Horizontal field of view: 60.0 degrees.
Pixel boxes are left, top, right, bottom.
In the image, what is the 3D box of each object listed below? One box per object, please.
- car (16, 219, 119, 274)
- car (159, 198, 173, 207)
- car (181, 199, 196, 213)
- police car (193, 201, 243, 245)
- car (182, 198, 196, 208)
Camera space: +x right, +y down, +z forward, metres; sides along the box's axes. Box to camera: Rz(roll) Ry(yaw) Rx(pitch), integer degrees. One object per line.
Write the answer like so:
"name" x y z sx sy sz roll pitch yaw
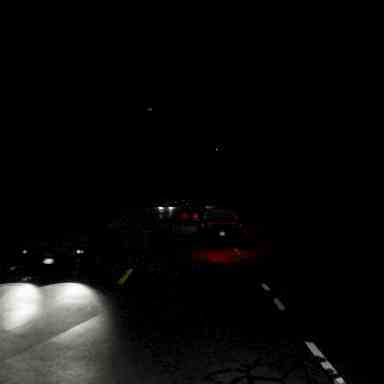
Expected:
"car" -3.628 1.564 10.406 1.994 1.385 4.181 0 0 0
"car" -4.067 1.647 52.763 1.812 1.442 4.674 0 0 -1
"car" -0.224 1.545 38.456 2.128 1.511 4.902 0 0 0
"police car" 1.178 1.430 15.675 1.930 1.638 5.238 0 0 0
"car" -0.436 1.670 50.266 1.994 1.385 4.181 0 0 -1
